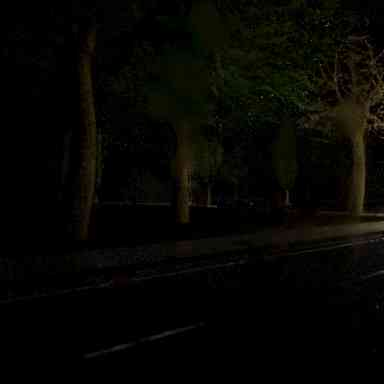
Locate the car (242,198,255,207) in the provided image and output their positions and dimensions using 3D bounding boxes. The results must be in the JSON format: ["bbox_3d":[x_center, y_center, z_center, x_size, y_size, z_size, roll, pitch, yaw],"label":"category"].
[{"bbox_3d":[8.840,1.917,59.160,2.128,1.511,4.902,1,-1,-36],"label":"car"}]

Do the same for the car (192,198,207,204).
[{"bbox_3d":[1.907,1.972,74.355,1.882,1.535,5.008,1,-1,-36],"label":"car"}]

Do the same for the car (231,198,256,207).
[{"bbox_3d":[9.788,1.959,63.543,1.882,1.535,5.008,1,-1,-35],"label":"car"}]

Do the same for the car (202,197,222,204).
[{"bbox_3d":[4.537,2.007,76.263,1.882,1.535,5.008,1,-1,-36],"label":"car"}]

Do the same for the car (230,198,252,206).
[{"bbox_3d":[10.007,2.071,68.755,1.812,1.442,4.674,1,-1,-35],"label":"car"}]

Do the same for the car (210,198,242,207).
[{"bbox_3d":[5.687,1.945,57.967,2.033,1.411,5.357,1,-1,-35],"label":"car"}]
